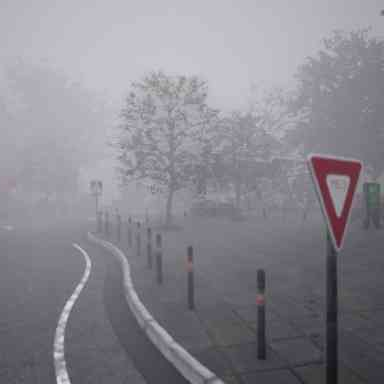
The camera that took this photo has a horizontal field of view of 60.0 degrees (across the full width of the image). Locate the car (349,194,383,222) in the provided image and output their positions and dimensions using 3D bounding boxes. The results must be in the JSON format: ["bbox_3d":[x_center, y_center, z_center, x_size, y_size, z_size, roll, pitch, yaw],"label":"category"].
[{"bbox_3d":[12.888,1.156,22.776,2.150,2.045,5.566,0,-1,-33],"label":"car"}]

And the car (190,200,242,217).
[{"bbox_3d":[2.235,1.506,31.117,4.902,1.511,2.128,0,0,-3],"label":"car"}]
